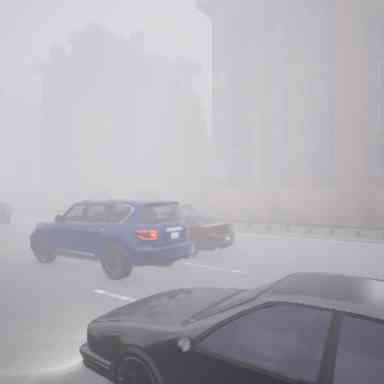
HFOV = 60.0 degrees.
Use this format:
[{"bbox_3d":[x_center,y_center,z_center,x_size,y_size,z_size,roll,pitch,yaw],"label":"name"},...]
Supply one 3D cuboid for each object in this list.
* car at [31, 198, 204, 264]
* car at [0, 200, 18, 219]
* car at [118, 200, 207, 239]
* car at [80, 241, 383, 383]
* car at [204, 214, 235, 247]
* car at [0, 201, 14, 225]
[{"bbox_3d":[-2.619,1.219,10.153,5.566,2.045,2.150,0,0,35],"label":"car"},{"bbox_3d":[-17.719,1.487,29.502,4.902,1.511,2.128,0,0,35],"label":"car"},{"bbox_3d":[-1.684,1.351,18.081,4.553,1.767,2.097,0,0,35],"label":"car"},{"bbox_3d":[1.303,1.547,3.064,5.357,1.411,2.033,0,0,35],"label":"car"},{"bbox_3d":[-0.741,1.477,13.112,5.008,1.535,1.882,0,0,35],"label":"car"},{"bbox_3d":[-14.569,1.349,22.956,4.553,1.767,2.097,0,0,35],"label":"car"}]
